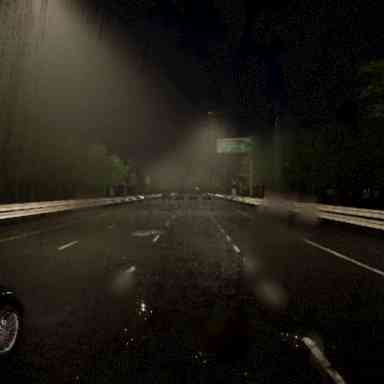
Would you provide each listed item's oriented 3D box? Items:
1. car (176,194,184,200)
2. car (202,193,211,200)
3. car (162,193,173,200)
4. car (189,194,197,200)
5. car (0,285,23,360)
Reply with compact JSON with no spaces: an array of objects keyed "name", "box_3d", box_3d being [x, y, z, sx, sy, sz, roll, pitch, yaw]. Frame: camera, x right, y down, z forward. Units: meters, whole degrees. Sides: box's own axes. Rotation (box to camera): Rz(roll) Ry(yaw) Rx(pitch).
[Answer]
[{"name":"car","box_3d":[-3.147,1.296,88.492,2.097,1.767,4.553,0,0,0]},{"name":"car","box_3d":[3.852,1.297,88.456,2.097,1.767,4.553,0,0,0]},{"name":"car","box_3d":[-6.656,1.149,86.902,2.150,2.045,5.566,0,0,0]},{"name":"car","box_3d":[0.352,1.296,88.474,2.097,1.767,4.553,0,0,0]},{"name":"car","box_3d":[-3.402,1.526,2.976,1.812,1.442,4.674,0,0,0]}]
